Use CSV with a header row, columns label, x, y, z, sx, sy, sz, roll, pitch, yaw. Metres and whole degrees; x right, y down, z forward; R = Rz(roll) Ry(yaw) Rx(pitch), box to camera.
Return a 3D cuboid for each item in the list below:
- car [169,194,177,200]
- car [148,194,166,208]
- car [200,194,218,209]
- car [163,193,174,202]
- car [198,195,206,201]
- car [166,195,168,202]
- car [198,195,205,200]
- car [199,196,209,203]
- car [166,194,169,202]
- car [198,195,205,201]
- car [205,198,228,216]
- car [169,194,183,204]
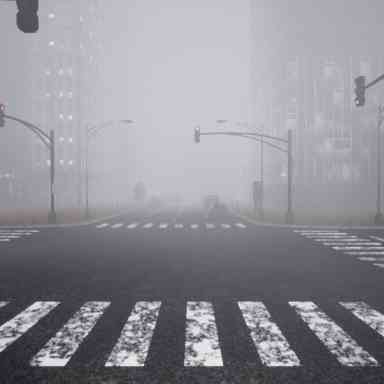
label,x,y,z,sx,sy,sz,roll,pitch,yaw
car,-5.343,1.385,92.854,1.967,1.590,4.097,-1,0,0
car,-5.336,1.419,48.658,1.967,1.590,4.097,-1,0,0
car,2.532,1.297,43.160,2.192,1.841,5.009,-1,0,0
car,-5.342,1.274,76.281,2.192,1.841,5.009,-1,0,0
car,2.541,1.536,81.832,1.802,1.307,4.206,-1,0,0
car,-5.335,1.558,54.183,1.802,1.307,4.206,-1,0,0
car,2.538,1.489,92.881,1.887,1.381,4.507,-1,0,0
car,2.542,1.508,70.782,1.887,1.381,4.507,-1,0,0
car,-5.339,1.404,70.756,1.967,1.590,4.097,-1,0,0
car,2.539,1.474,87.526,1.752,1.417,4.829,-1,0,0
car,2.517,1.570,32.111,1.802,1.307,4.206,-1,0,0
car,-2.761,1.320,64.375,2.097,1.767,4.553,0,0,0
